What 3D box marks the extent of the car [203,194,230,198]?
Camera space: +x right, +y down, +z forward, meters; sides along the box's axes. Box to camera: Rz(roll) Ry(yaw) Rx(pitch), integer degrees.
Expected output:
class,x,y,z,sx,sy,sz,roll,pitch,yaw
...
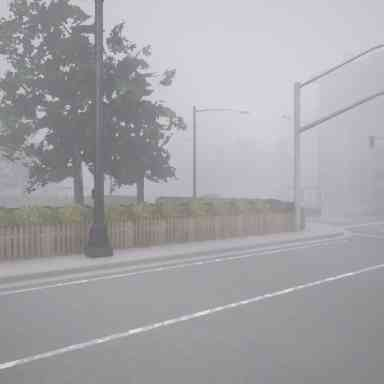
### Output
class,x,y,z,sx,sy,sz,roll,pitch,yaw
car,3.332,1.223,40.087,2.150,2.045,5.566,0,0,-35

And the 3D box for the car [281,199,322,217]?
class,x,y,z,sx,sy,sz,roll,pitch,yaw
car,9.618,1.478,31.006,1.882,1.535,5.008,0,0,-35
